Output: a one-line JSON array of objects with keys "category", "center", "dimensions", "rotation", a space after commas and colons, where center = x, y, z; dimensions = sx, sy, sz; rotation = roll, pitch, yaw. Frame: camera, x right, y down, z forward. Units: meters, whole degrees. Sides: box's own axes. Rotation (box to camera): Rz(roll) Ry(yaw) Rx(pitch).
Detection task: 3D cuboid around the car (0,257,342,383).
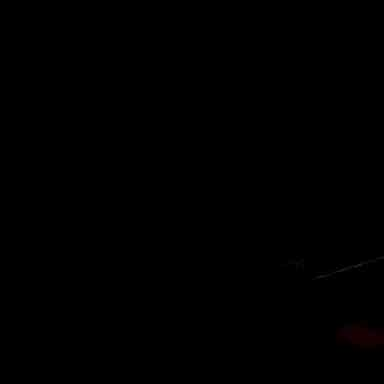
[{"category": "car", "center": [-0.480, 1.543, 3.720], "dimensions": [5.357, 1.411, 2.033], "rotation": [0, 0, -36]}]
